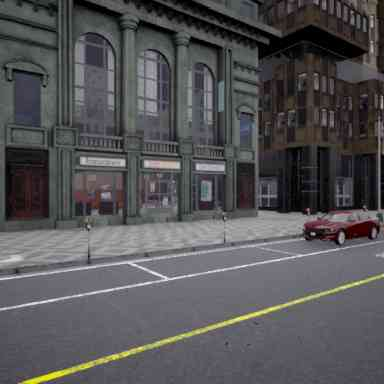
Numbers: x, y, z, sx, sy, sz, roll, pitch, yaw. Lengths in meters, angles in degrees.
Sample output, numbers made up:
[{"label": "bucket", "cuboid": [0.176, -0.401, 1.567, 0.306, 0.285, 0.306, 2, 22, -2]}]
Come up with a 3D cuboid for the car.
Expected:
[{"label": "car", "cuboid": [6.996, 1.547, 15.505, 4.507, 1.381, 1.887, 0, 0, -35]}]
